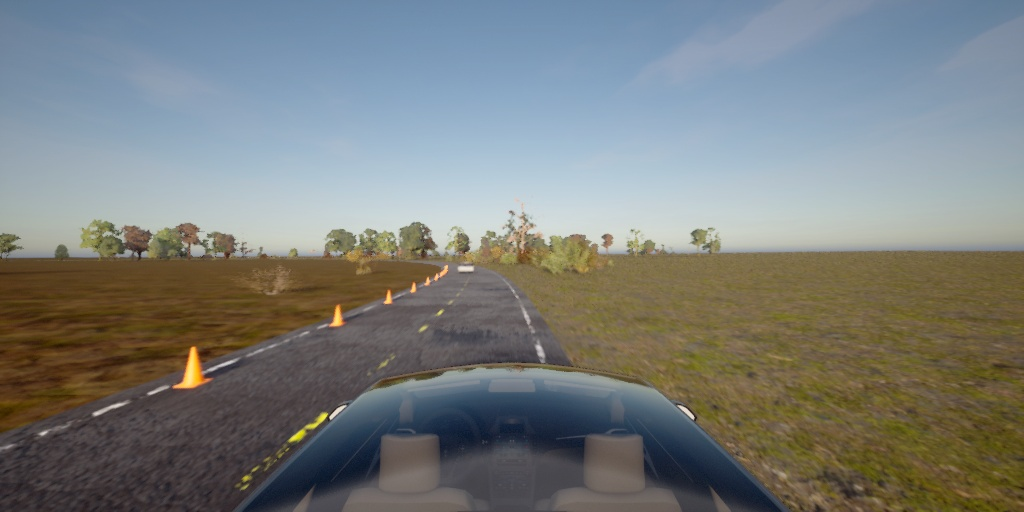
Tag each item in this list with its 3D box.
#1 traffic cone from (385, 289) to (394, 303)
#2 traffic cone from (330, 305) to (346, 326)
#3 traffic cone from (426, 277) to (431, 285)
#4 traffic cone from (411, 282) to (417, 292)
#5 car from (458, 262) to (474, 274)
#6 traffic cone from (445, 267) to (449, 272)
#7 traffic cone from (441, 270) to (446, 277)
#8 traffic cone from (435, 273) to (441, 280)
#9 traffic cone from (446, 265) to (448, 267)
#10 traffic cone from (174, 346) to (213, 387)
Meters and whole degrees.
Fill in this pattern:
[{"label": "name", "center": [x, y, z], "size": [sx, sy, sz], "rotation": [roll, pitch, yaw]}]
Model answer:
[{"label": "traffic cone", "center": [-5.359, 1.751, 15.639], "size": [0.340, 0.580, 0.340], "rotation": [0, 0, -3]}, {"label": "traffic cone", "center": [-5.180, 1.749, 10.689], "size": [0.340, 0.580, 0.340], "rotation": [0, 0, -2]}, {"label": "traffic cone", "center": [-5.976, 1.757, 25.525], "size": [0.340, 0.580, 0.340], "rotation": [0, 0, -5]}, {"label": "traffic cone", "center": [-5.625, 1.754, 20.585], "size": [0.340, 0.580, 0.340], "rotation": [0, 0, -4]}, {"label": "car", "center": [-5.350, 1.393, 41.704], "size": [1.895, 1.301, 4.718], "rotation": [0, 0, -8]}, {"label": "traffic cone", "center": [-7.546, 1.767, 40.300], "size": [0.340, 0.580, 0.340], "rotation": [0, 0, -8]}, {"label": "traffic cone", "center": [-6.937, 1.764, 35.384], "size": [0.340, 0.580, 0.340], "rotation": [0, 0, -7]}, {"label": "traffic cone", "center": [-6.414, 1.761, 30.459], "size": [0.340, 0.580, 0.340], "rotation": [0, 0, -6]}, {"label": "traffic cone", "center": [-8.241, 1.771, 45.204], "size": [0.340, 0.580, 0.340], "rotation": [0, 0, -9]}, {"label": "traffic cone", "center": [-5.087, 1.747, 5.737], "size": [0.340, 0.580, 0.340], "rotation": [0, 0, -1]}]
